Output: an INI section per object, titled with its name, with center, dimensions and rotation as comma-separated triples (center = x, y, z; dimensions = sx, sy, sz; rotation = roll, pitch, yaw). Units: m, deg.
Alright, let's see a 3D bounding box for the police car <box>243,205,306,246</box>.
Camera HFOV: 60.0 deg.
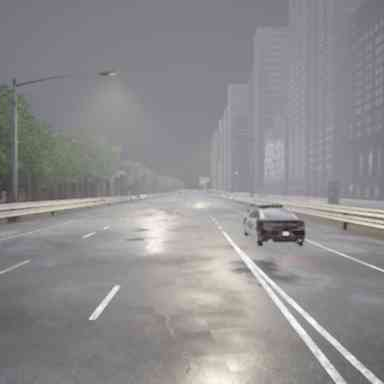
[police car]
center = 3.570, 1.401, 15.329
dimensions = 1.930, 1.638, 5.238
rotation = 0, 0, -1
